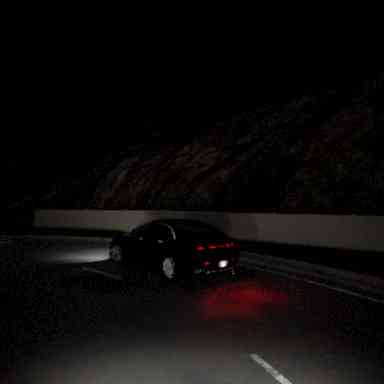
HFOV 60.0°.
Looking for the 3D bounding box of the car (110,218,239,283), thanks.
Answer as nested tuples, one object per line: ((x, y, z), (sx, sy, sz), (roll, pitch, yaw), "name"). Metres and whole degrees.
((-0.772, 1.565, 10.080), (1.837, 1.490, 4.892), (1, -2, -40), "car")
